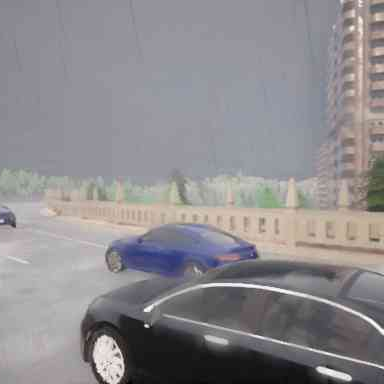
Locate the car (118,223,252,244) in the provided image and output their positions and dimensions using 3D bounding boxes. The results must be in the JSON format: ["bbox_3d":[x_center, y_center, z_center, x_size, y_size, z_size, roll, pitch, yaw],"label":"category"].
[{"bbox_3d":[-0.392,1.562,8.988,4.674,1.442,1.812,0,0,39],"label":"car"}]

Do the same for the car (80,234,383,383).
[{"bbox_3d":[0.772,1.522,3.614,4.892,1.490,1.837,0,0,36],"label":"car"}]

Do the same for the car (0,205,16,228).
[{"bbox_3d":[-12.899,1.592,21.852,1.812,1.442,4.674,0,0,-39],"label":"car"}]
